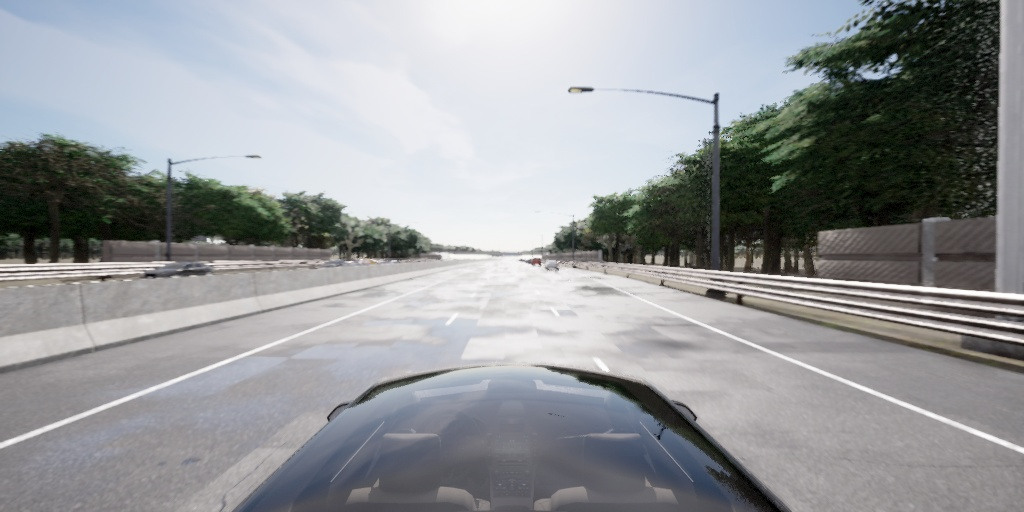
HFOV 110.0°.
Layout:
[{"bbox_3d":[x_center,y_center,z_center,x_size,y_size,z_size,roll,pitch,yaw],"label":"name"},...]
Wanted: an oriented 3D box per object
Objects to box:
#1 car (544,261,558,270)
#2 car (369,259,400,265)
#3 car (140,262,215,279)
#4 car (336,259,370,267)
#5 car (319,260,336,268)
[{"bbox_3d":[6.195,1.448,57.141,1.812,1.442,4.674,0,0,-1],"label":"car"},{"bbox_3d":[-14.665,1.271,42.695,2.128,1.511,4.902,0,0,0],"label":"car"},{"bbox_3d":[-24.212,1.172,26.248,1.837,1.490,4.892,0,0,-4],"label":"car"},{"bbox_3d":[-18.152,1.246,42.216,2.128,1.511,4.902,0,0,-1],"label":"car"},{"bbox_3d":[-21.680,1.243,43.923,1.837,1.490,4.892,0,0,0],"label":"car"}]
